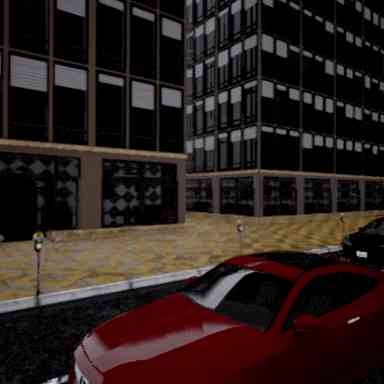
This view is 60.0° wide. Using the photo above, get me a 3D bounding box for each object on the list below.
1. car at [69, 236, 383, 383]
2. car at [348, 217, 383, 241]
[{"bbox_3d":[0.981,1.526,4.059,4.674,1.442,1.812,0,0,-35],"label":"car"},{"bbox_3d":[7.038,1.565,11.566,4.313,1.339,1.947,0,0,-35],"label":"car"}]
